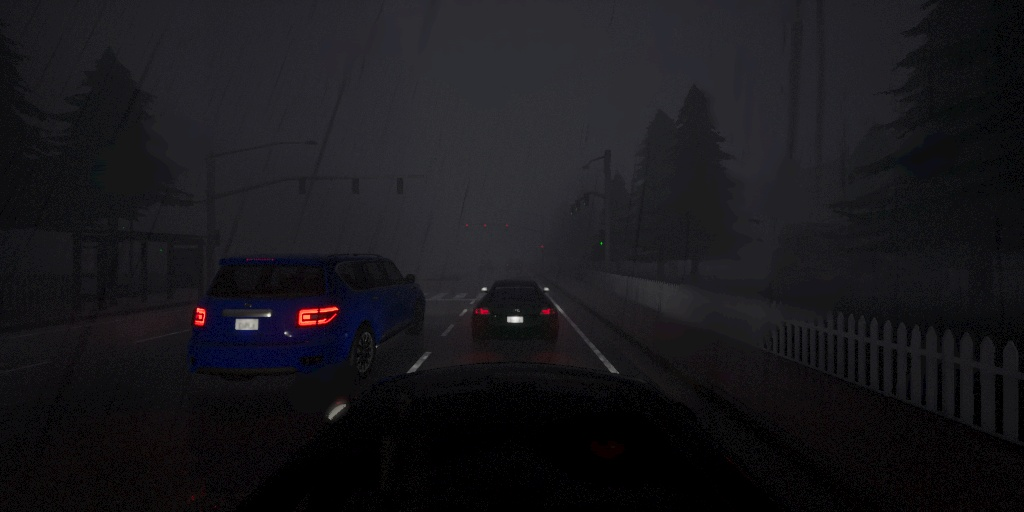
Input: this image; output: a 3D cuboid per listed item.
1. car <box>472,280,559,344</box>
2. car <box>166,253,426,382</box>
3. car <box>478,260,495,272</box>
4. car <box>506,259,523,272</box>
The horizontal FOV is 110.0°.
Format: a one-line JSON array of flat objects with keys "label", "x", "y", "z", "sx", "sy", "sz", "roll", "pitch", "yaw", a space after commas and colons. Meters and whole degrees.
[{"label": "car", "x": 0.089, "y": 1.314, "z": 9.592, "sx": 1.994, "sy": 1.385, "sz": 4.181, "roll": 0, "pitch": 0, "yaw": 1}, {"label": "car", "x": -3.404, "y": 0.972, "z": 7.312, "sx": 2.150, "sy": 2.045, "sz": 5.566, "roll": 0, "pitch": 0, "yaw": 0}, {"label": "car", "x": -3.224, "y": 1.242, "z": 45.591, "sx": 2.128, "sy": 1.511, "sz": 4.902, "roll": 0, "pitch": 0, "yaw": 1}, {"label": "car", "x": 0.278, "y": 1.102, "z": 45.669, "sx": 2.097, "sy": 1.767, "sz": 4.553, "roll": 0, "pitch": 0, "yaw": 0}]
